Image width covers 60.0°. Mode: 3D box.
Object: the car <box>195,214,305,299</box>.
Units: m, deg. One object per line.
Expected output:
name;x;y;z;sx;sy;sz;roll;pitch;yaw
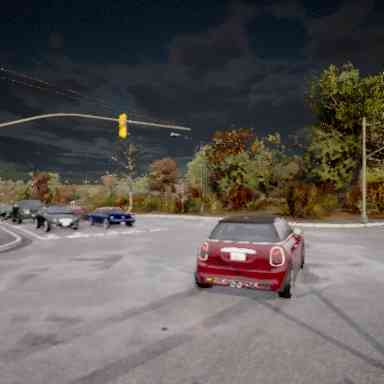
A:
car;1.773;1.360;8.864;2.097;1.767;4.553;0;0;23

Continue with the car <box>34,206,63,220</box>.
car;-16.728;2.430;38.623;2.033;1.411;5.357;0;-3;-35

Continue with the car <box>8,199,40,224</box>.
car;-14.262;1.650;29.042;2.150;2.045;5.566;0;-2;-35

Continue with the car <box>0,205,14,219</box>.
car;-25.832;2.775;45.553;2.097;1.767;4.553;0;-3;-35

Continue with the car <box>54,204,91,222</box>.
car;-11.058;1.890;30.570;1.882;1.535;5.008;0;-2;-35

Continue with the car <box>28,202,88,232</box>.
car;-8.572;1.605;20.958;2.128;1.511;4.902;0;-1;-35

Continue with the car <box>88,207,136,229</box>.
car;-5.633;1.720;22.872;1.895;1.301;4.718;0;-1;-35

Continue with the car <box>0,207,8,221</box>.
car;-19.917;2.504;37.081;1.895;1.301;4.718;0;-3;-35
